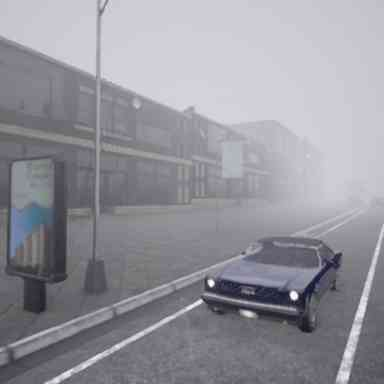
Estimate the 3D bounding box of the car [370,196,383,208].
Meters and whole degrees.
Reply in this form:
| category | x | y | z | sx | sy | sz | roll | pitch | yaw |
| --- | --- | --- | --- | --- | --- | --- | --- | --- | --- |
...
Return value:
| category | x | y | z | sx | sy | sz | roll | pitch | yaw |
| --- | --- | --- | --- | --- | --- | --- | --- | --- | --- |
| car | 32.011 | 1.713 | 57.046 | 2.150 | 2.045 | 5.566 | 0 | -1 | 31 |

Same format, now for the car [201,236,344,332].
| category | x | y | z | sx | sy | sz | roll | pitch | yaw |
| --- | --- | --- | --- | --- | --- | --- | --- | --- | --- |
| car | 2.057 | 1.717 | 7.344 | 1.895 | 1.301 | 4.718 | 0 | -1 | 31 |
